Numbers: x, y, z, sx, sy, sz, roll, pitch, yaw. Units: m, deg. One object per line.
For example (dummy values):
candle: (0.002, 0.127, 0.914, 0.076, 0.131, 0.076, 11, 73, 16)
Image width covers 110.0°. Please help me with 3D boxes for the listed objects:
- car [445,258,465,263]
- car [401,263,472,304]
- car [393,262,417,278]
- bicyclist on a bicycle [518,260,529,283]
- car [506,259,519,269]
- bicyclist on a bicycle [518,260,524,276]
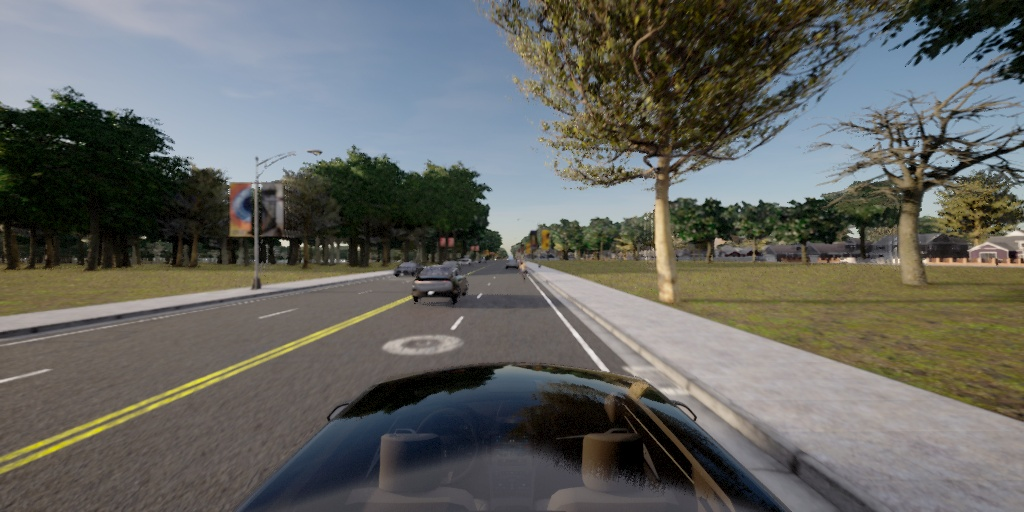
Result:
car: (-6.580, 1.256, 38.472, 1.837, 1.490, 4.892, 0, 0, 0)
car: (-3.148, 1.238, 16.350, 2.128, 1.511, 4.902, 0, 0, 0)
car: (-9.841, 1.298, 34.734, 2.033, 1.411, 5.357, 0, 0, 0)
bicyclist on a bicycle: (0.909, 1.183, 26.944, 0.866, 1.612, 1.509, 0, 0, 0)
car: (0.060, 1.325, 57.024, 1.994, 1.385, 4.181, 0, 0, 1)
bicyclist on a bicycle: (0.899, 1.203, 36.638, 0.582, 1.620, 1.656, 0, 0, 0)
